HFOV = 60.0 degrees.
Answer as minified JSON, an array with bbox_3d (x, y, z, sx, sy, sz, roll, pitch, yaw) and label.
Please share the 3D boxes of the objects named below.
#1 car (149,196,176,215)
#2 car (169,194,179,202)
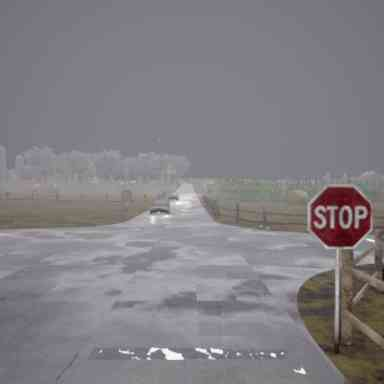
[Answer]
[{"bbox_3d":[-3.008,1.434,32.683,2.033,1.411,5.357,0,1,0],"label":"car"},{"bbox_3d":[-3.221,0.966,58.864,1.895,1.301,4.718,0,1,0],"label":"car"}]
